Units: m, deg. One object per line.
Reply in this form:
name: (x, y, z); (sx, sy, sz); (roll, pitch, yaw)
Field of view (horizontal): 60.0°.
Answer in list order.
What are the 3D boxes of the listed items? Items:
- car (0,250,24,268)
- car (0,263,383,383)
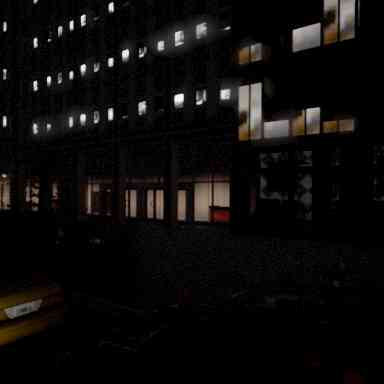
car: (-4.133, 1.548, 5.824); (4.829, 1.417, 1.752); (0, 0, 36)
car: (0.627, 1.443, 2.418); (4.097, 1.590, 1.967); (0, 0, 36)
